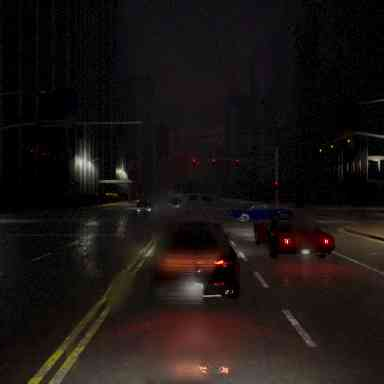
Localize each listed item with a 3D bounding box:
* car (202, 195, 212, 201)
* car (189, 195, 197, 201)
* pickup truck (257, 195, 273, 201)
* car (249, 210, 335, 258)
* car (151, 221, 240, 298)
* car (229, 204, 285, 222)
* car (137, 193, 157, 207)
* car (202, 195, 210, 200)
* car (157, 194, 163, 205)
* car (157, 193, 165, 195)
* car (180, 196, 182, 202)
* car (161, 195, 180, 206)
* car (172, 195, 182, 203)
[{"bbox_3d":[3.744,1.478,80.347,1.882,1.535,5.008,0,0,0],"label":"car"},{"bbox_3d":[0.243,1.487,80.031,1.837,1.490,4.892,0,0,0],"label":"car"},{"bbox_3d":[16.851,1.059,75.811,2.390,2.098,6.274,0,0,31],"label":"pickup truck"},{"bbox_3d":[3.619,1.601,12.758,1.895,1.301,4.718,0,0,0],"label":"car"},{"bbox_3d":[0.084,1.505,8.502,1.837,1.490,4.892,0,0,1],"label":"car"},{"bbox_3d":[5.261,1.601,25.357,4.718,1.301,1.895,0,0,1],"label":"car"},{"bbox_3d":[-6.939,1.352,49.977,2.097,1.767,4.553,0,0,0],"label":"car"},{"bbox_3d":[3.776,1.552,90.510,1.994,1.385,4.181,0,0,0],"label":"car"},{"bbox_3d":[-6.889,1.505,60.130,1.837,1.490,4.892,0,0,1],"label":"car"},{"bbox_3d":[-6.786,1.225,70.537,2.150,2.045,5.566,0,0,0],"label":"car"},{"bbox_3d":[-3.361,1.601,63.240,1.895,1.301,4.718,0,0,1],"label":"car"},{"bbox_3d":[-3.417,1.564,53.951,1.994,1.385,4.181,0,0,0],"label":"car"},{"bbox_3d":[-3.277,1.478,73.361,1.882,1.535,5.008,0,0,0],"label":"car"}]
